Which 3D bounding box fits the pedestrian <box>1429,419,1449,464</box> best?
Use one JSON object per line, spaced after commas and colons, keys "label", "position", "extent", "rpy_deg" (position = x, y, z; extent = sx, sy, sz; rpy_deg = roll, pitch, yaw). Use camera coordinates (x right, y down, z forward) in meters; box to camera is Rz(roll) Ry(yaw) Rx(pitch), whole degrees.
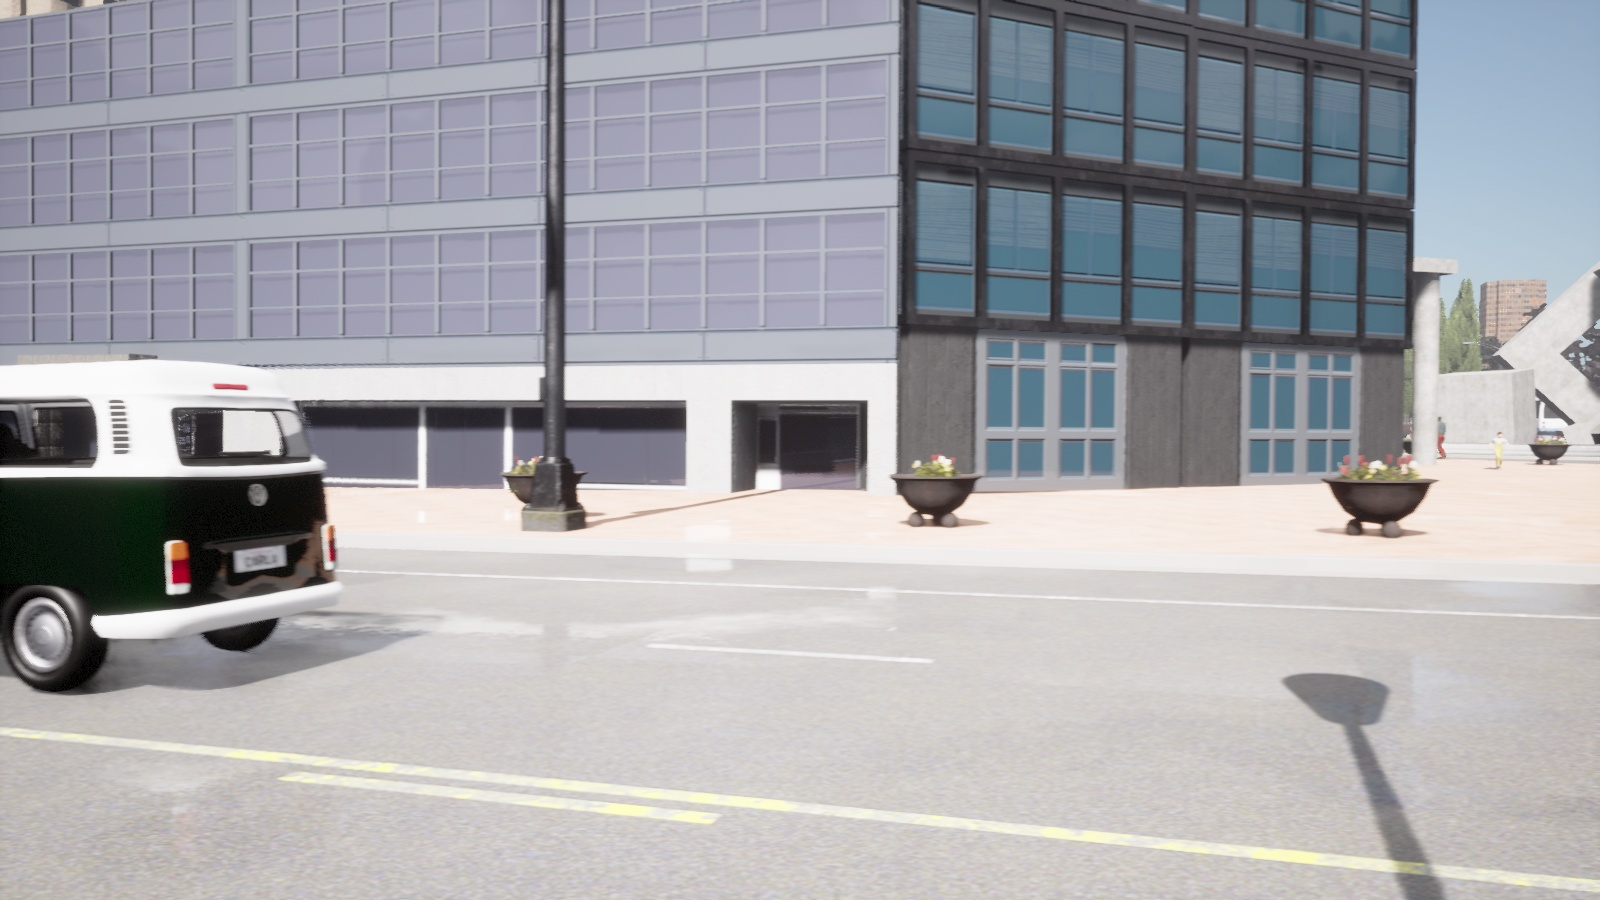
{"label": "pedestrian", "position": [26.515, -0.354, 52.127], "extent": [0.353, 1.847, 0.614], "rpy_deg": [0, 1, -22]}

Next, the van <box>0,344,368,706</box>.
{"label": "van", "position": [-5.564, 0.399, 8.754], "extent": [4.480, 2.038, 2.069], "rpy_deg": [0, 1, 19]}

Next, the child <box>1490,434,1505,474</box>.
{"label": "child", "position": [22.246, 0.133, 40.042], "extent": [0.270, 1.263, 0.437], "rpy_deg": [1, 1, 12]}
